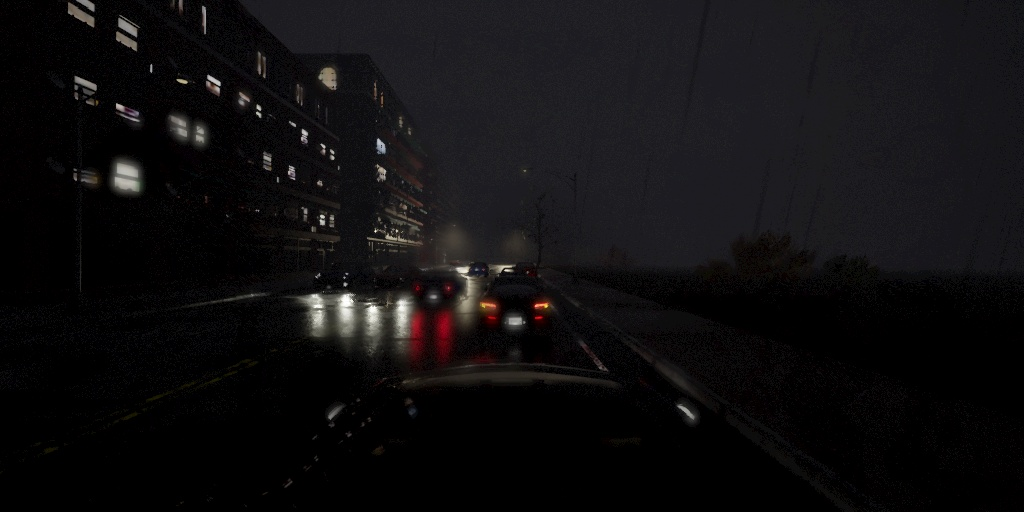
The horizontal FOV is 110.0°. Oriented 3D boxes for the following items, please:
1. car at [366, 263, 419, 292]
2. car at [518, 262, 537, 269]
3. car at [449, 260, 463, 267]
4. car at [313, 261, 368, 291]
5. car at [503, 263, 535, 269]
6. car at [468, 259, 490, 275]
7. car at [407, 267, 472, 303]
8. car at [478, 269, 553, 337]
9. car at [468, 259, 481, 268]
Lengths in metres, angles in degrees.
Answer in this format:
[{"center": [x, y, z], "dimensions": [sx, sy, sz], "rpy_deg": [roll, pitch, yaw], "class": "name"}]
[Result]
[{"center": [-6.650, 1.231, 21.459], "dimensions": [1.882, 1.535, 5.008], "rpy_deg": [0, 0, 0], "class": "car"}, {"center": [1.068, 1.232, 29.919], "dimensions": [1.882, 1.535, 5.008], "rpy_deg": [0, 0, 0], "class": "car"}, {"center": [-9.958, 1.353, 63.653], "dimensions": [1.895, 1.301, 4.718], "rpy_deg": [0, 0, 0], "class": "car"}, {"center": [-9.900, 1.105, 21.607], "dimensions": [2.097, 1.767, 4.553], "rpy_deg": [0, 0, 0], "class": "car"}, {"center": [0.055, 1.317, 20.391], "dimensions": [1.994, 1.385, 4.181], "rpy_deg": [0, 0, 0], "class": "car"}, {"center": [-3.237, 1.301, 35.306], "dimensions": [2.033, 1.411, 5.357], "rpy_deg": [0, 0, 0], "class": "car"}, {"center": [-3.188, 1.353, 16.745], "dimensions": [1.895, 1.301, 4.718], "rpy_deg": [0, 0, 0], "class": "car"}, {"center": [0.071, 1.277, 10.224], "dimensions": [1.812, 1.442, 4.674], "rpy_deg": [0, 0, 0], "class": "car"}, {"center": [-6.710, 1.256, 64.270], "dimensions": [1.837, 1.490, 4.892], "rpy_deg": [0, 0, 0], "class": "car"}]
